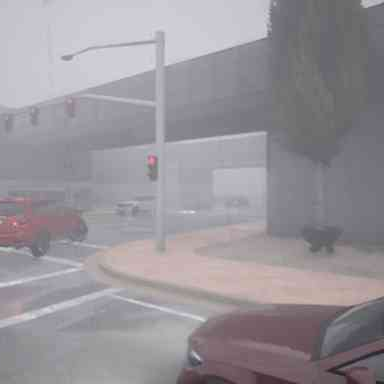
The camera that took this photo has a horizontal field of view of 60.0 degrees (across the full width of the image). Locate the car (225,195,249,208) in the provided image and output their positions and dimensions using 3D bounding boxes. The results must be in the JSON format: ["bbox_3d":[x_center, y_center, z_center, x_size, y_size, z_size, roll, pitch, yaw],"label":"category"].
[{"bbox_3d":[6.730,1.390,49.777,2.097,1.767,4.553,0,0,36],"label":"car"}]

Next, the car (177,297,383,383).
[{"bbox_3d":[2.044,1.525,2.517,4.674,1.442,1.812,0,0,35],"label":"car"}]

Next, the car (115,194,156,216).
[{"bbox_3d":[-5.106,1.262,33.420,2.150,2.045,5.566,0,0,36],"label":"car"}]

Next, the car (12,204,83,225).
[{"bbox_3d":[-10.887,1.642,25.382,1.895,1.301,4.718,0,0,36],"label":"car"}]

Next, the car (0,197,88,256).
[{"bbox_3d":[-6.241,1.243,13.371,2.150,2.045,5.566,-2,0,3],"label":"car"}]

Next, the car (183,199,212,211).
[{"bbox_3d":[0.754,1.603,41.546,1.994,1.385,4.181,0,0,36],"label":"car"}]
